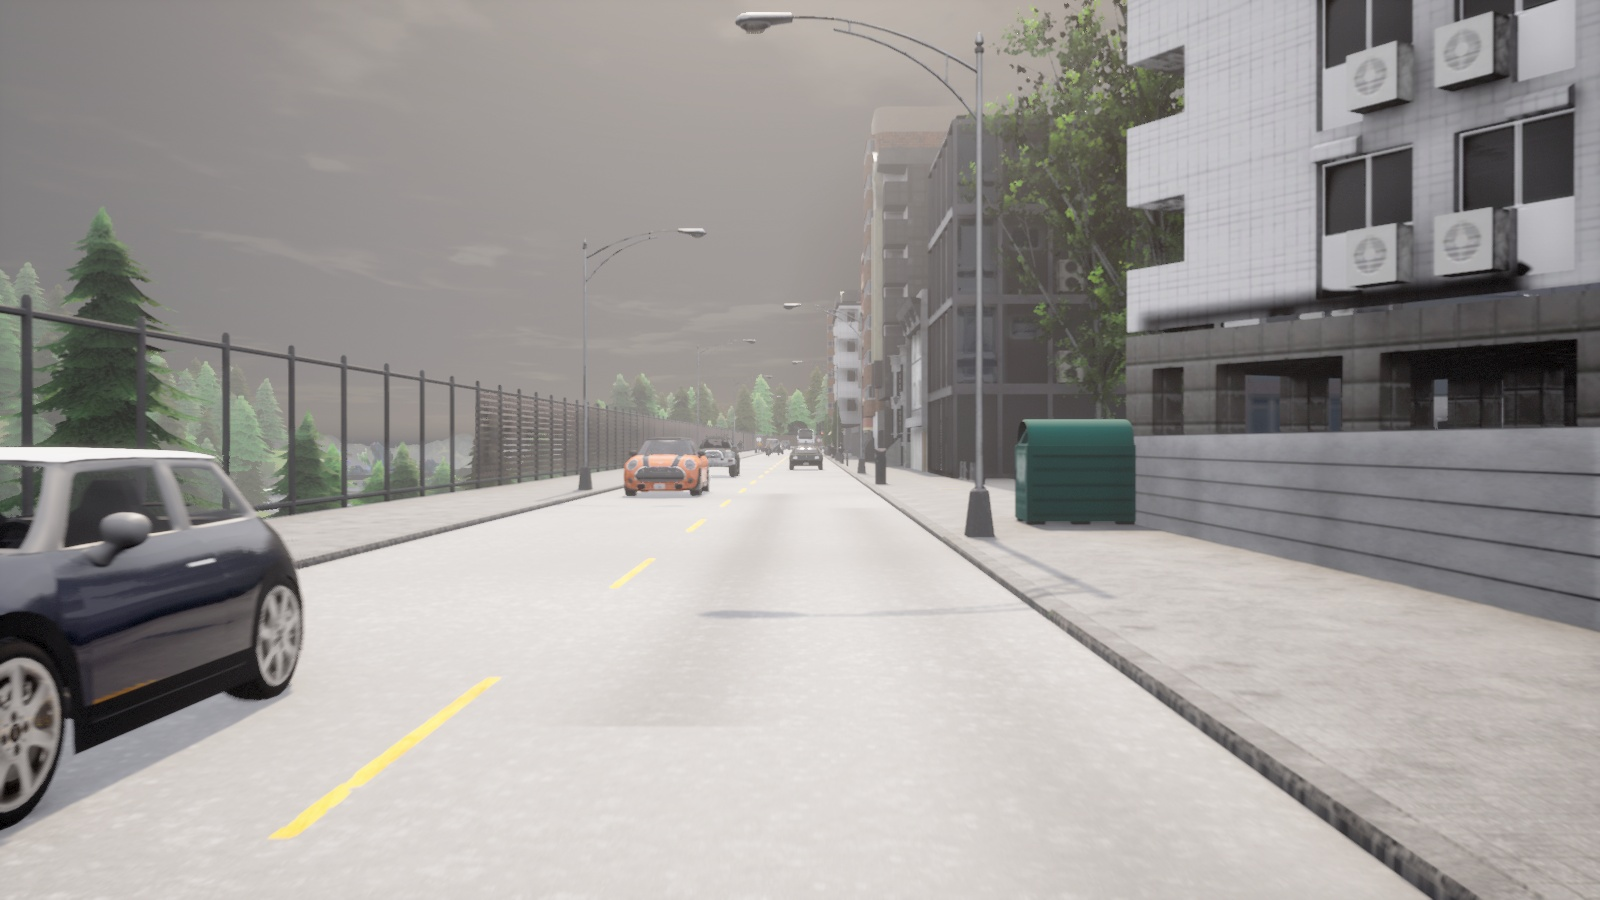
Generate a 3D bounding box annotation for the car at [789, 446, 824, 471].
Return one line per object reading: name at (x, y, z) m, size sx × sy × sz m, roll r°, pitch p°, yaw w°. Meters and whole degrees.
car at (0.354, 0.450, 70.613) m, size 1.895 × 1.301 × 4.718 m, roll 0°, pitch 0°, yaw 0°

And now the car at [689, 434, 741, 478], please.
car at (-3.718, 0.247, 55.628) m, size 1.932 × 1.855 × 4.605 m, roll 0°, pitch 0°, yaw 0°

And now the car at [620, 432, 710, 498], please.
car at (-3.810, 0.398, 36.221) m, size 2.097 × 1.767 × 4.553 m, roll 0°, pitch 0°, yaw 0°

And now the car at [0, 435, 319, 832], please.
car at (-3.956, 0.676, 5.834) m, size 1.970 × 1.475 × 3.806 m, roll 0°, pitch 0°, yaw 0°
